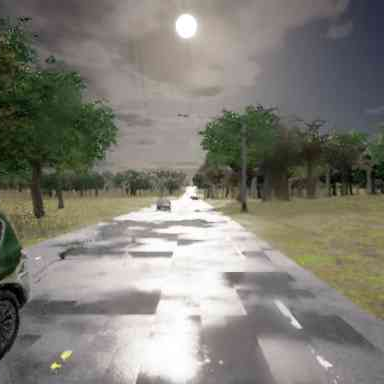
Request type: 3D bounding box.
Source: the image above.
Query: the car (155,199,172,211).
[{"bbox_3d":[-3.572,1.620,43.031,2.033,1.411,5.357,0,0,0],"label":"car"}]

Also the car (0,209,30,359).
[{"bbox_3d":[-3.598,1.220,2.945,2.150,2.045,5.566,0,0,0],"label":"car"}]
